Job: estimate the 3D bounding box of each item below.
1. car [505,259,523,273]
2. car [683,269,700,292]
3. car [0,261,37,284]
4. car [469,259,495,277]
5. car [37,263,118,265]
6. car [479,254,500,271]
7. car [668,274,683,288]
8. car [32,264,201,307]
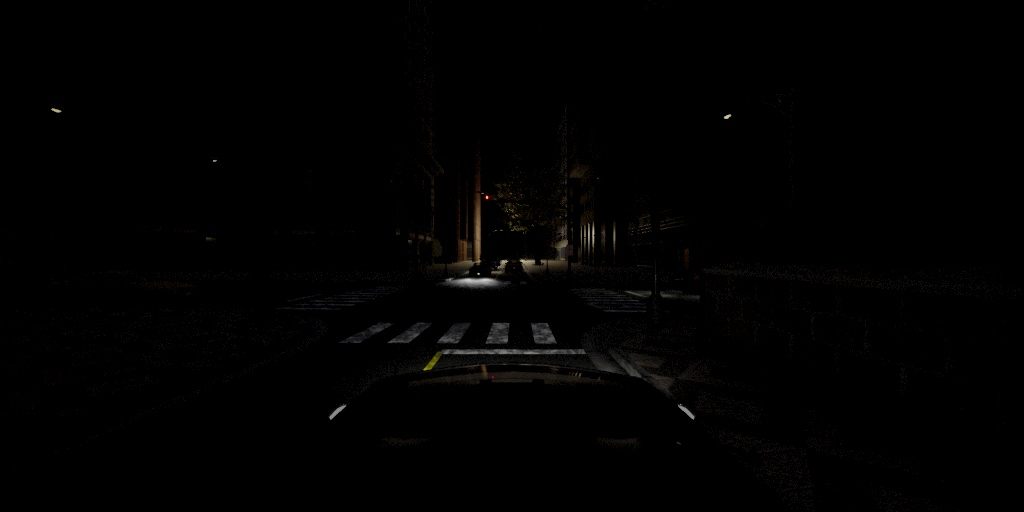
[{"bbox_3d":[0.222,1.109,41.071,1.882,1.535,5.008,0,0,0],"label":"car"},{"bbox_3d":[12.419,1.311,19.481,5.008,1.535,1.882,0,0,1],"label":"car"},{"bbox_3d":[-31.863,0.974,22.545,4.507,1.381,1.888,0,0,1],"label":"car"},{"bbox_3d":[-2.997,1.275,34.437,1.895,1.301,4.718,0,0,0],"label":"car"},{"bbox_3d":[-26.245,1.065,22.494,4.313,1.339,1.948,0,0,1],"label":"car"},{"bbox_3d":[-2.967,0.813,46.364,2.150,2.045,5.566,0,1,-1],"label":"car"},{"bbox_3d":[11.988,1.381,22.148,4.403,1.370,2.007,0,0,1],"label":"car"},{"bbox_3d":[-14.902,1.146,13.866,4.829,1.417,1.751,0,0,1],"label":"car"}]
